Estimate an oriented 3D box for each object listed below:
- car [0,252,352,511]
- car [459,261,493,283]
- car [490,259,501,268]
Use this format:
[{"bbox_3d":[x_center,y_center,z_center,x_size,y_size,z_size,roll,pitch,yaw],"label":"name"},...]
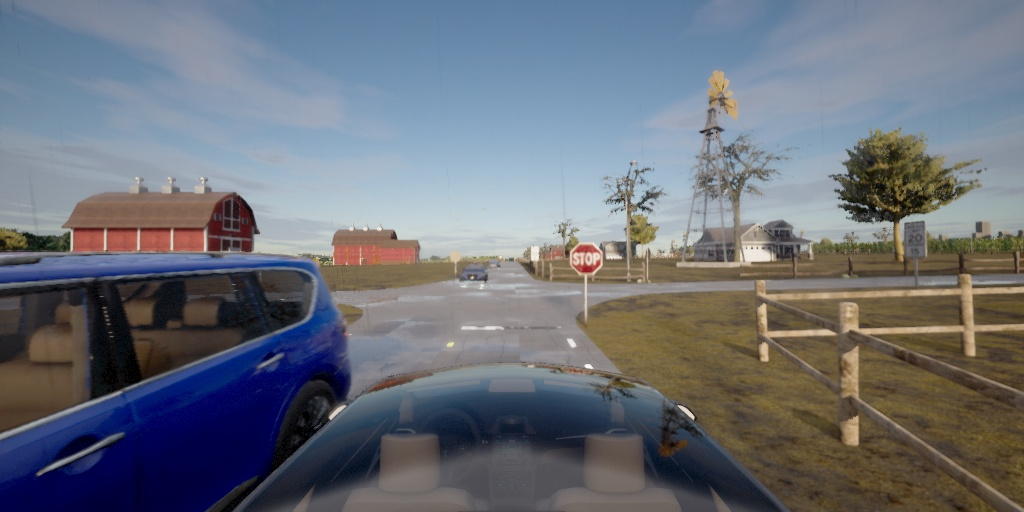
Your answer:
[{"bbox_3d":[-2.750,0.989,1.543,2.150,2.045,5.566,0,0,0],"label":"car"},{"bbox_3d":[-2.783,1.314,27.211,1.994,1.385,4.181,0,0,0],"label":"car"},{"bbox_3d":[-2.817,1.235,57.089,1.812,1.442,4.674,0,1,0],"label":"car"}]
